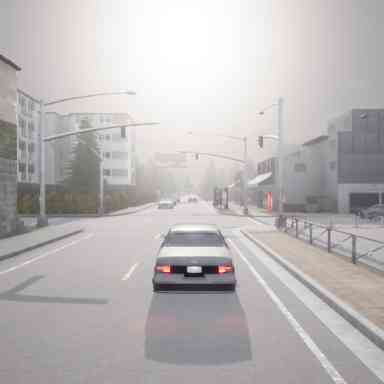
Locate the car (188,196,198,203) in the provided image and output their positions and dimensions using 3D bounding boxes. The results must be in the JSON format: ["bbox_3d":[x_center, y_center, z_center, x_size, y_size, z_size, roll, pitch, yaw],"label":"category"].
[{"bbox_3d":[0.156,1.525,68.830,1.812,1.442,4.674,0,0,0],"label":"car"}]

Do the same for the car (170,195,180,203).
[{"bbox_3d":[-3.448,1.477,68.904,1.882,1.535,5.008,0,0,0],"label":"car"}]

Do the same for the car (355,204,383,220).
[{"bbox_3d":[16.739,1.740,29.327,4.181,1.385,1.994,0,0,0],"label":"car"}]

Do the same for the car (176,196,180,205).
[{"bbox_3d":[-3.541,1.504,55.853,1.837,1.490,4.892,0,0,0],"label":"car"}]

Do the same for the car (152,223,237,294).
[{"bbox_3d":[0.067,1.547,8.944,2.033,1.411,5.357,0,0,1],"label":"car"}]

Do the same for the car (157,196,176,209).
[{"bbox_3d":[-3.561,1.526,45.849,1.812,1.442,4.674,0,0,0],"label":"car"}]
